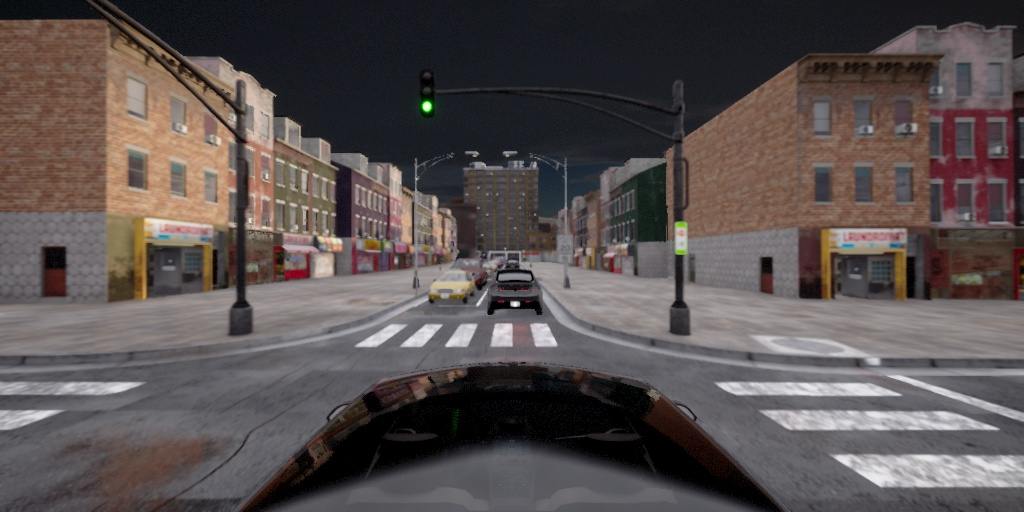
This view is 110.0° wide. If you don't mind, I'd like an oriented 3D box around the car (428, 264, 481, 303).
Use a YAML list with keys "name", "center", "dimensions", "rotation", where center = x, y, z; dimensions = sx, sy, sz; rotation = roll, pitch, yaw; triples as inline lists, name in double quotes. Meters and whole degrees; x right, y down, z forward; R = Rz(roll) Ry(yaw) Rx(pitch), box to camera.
- name: "car"
  center: [-2.638, 1.259, 16.501]
  dimensions: [1.751, 1.417, 4.829]
  rotation: [0, 0, 0]

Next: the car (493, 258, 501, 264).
- name: "car"
  center: [-2.641, 1.244, 43.720]
  dimensions: [1.751, 1.417, 4.829]
  rotation: [0, 0, 0]

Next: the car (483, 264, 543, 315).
- name: "car"
  center: [0.096, 1.228, 13.521]
  dimensions: [1.837, 1.490, 4.892]
  rotation: [0, 0, 0]

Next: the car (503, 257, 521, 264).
- name: "car"
  center: [0.093, 1.184, 46.855]
  dimensions: [1.882, 1.535, 5.008]
  rotation: [0, 0, 0]

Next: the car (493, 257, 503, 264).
- name: "car"
  center: [-2.642, 1.263, 54.778]
  dimensions: [1.888, 1.381, 4.507]
  rotation: [0, 0, 0]

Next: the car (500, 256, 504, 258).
- name: "car"
  center: [-2.643, 1.157, 60.223]
  dimensions: [1.967, 1.591, 4.097]
  rotation: [0, 0, 0]

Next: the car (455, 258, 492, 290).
- name: "car"
  center: [-2.639, 1.042, 22.114]
  dimensions: [2.192, 1.841, 5.009]
  rotation: [0, 0, 0]

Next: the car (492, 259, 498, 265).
- name: "car"
  center: [-2.640, 1.271, 33.002]
  dimensions: [2.007, 1.370, 4.403]
  rotation: [0, 0, 0]
